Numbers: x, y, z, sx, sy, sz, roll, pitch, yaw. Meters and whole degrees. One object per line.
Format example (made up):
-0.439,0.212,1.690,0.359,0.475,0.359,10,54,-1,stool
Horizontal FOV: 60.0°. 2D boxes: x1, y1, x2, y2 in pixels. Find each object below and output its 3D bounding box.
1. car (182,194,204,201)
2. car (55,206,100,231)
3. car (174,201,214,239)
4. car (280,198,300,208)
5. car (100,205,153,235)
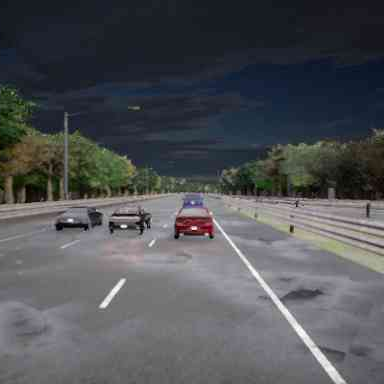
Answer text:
0.093,1.250,36.636,2.150,2.045,5.566,0,0,0,car
-6.905,1.578,20.881,1.994,1.385,4.181,0,0,0,car
0.097,1.487,17.504,1.882,1.535,5.008,0,0,0,car
14.360,1.630,50.327,1.882,1.535,5.008,0,0,-15,car
-3.403,1.502,19.036,2.128,1.511,4.902,0,0,0,car
